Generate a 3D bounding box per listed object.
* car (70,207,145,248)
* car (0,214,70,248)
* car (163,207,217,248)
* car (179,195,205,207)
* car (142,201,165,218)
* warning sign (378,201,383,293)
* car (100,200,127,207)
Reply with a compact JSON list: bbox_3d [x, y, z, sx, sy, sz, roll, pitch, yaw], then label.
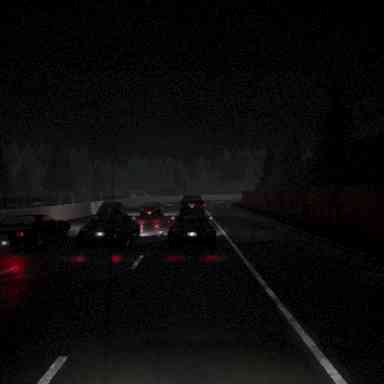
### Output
[{"bbox_3d":[-3.500,1.572,14.650,1.994,1.385,4.181,0,0,0],"label":"car"},{"bbox_3d":[-7.000,1.616,14.680,1.895,1.301,4.718,0,0,0],"label":"car"},{"bbox_3d":[0.000,1.572,14.650,1.994,1.385,4.181,0,0,0],"label":"car"},{"bbox_3d":[0.000,1.257,29.680,2.150,2.045,5.566,0,0,0],"label":"car"},{"bbox_3d":[-3.500,1.532,29.650,1.812,1.442,4.674,0,0,0],"label":"car"},{"bbox_3d":[4.550,1.114,6.434,1.300,1.860,1.060,0,0,0],"label":"warning sign"},{"bbox_3d":[-7.000,1.516,29.650,1.837,1.490,4.892,0,0,0],"label":"car"}]
